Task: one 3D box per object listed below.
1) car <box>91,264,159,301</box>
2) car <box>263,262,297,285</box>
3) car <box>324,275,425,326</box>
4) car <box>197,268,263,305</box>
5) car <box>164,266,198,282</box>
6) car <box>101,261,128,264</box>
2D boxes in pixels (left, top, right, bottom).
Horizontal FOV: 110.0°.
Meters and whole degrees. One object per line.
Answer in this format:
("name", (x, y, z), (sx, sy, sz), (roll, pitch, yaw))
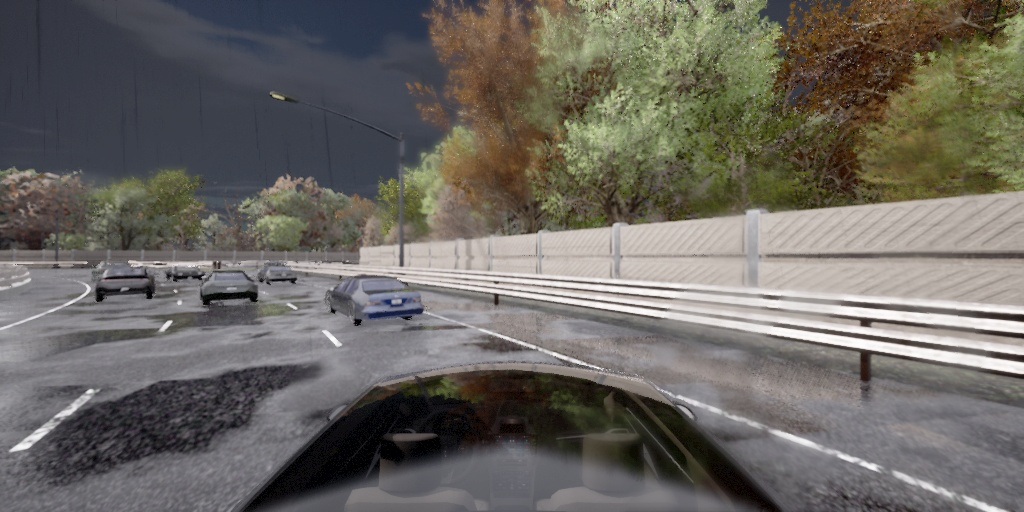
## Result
("car", (-19.005, 1.303, 17.776), (2.128, 1.511, 4.902), (0, 0, -44))
("car", (-17.693, 1.396, 26.960), (2.033, 1.411, 5.357), (0, 0, -43))
("car", (-4.800, 1.338, 12.054), (2.033, 1.411, 5.357), (0, 0, -38))
("car", (-13.253, 1.372, 16.754), (1.994, 1.385, 4.181), (0, 0, -41))
("car", (-27.400, 1.460, 29.919), (4.718, 1.301, 1.895), (0, 0, 38))
("car", (-33.013, 1.210, 29.673), (4.553, 1.767, 2.097), (0, 0, 36))
